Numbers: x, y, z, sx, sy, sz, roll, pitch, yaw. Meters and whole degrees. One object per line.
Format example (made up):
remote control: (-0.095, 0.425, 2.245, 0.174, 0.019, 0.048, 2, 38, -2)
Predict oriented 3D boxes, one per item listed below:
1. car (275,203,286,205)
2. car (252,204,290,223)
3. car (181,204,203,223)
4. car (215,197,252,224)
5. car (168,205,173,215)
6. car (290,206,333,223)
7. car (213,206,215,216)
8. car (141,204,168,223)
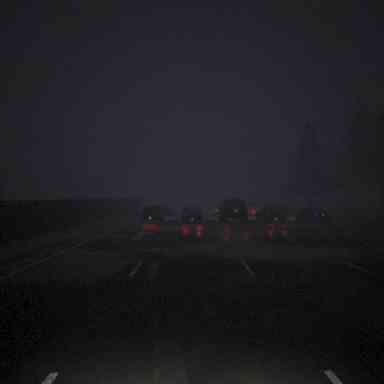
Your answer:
car: (10.527, 2.074, 40.063, 1.812, 1.442, 4.674, 0, -1, 0)
car: (7.012, 2.013, 30.053, 1.895, 1.301, 4.718, 0, -1, 0)
car: (0.012, 2.008, 29.659, 1.895, 1.301, 4.718, 0, -1, 0)
car: (3.512, 1.623, 29.234, 2.150, 2.045, 5.566, 0, -1, 0)
car: (-3.467, 2.120, 40.559, 1.994, 1.385, 4.181, 0, -1, 0)
car: (10.511, 1.948, 29.189, 2.033, 1.411, 5.357, 0, -1, 0)
car: (3.531, 2.157, 40.546, 1.895, 1.301, 4.718, 0, -1, 0)
car: (-3.487, 1.920, 30.182, 1.837, 1.490, 4.892, 0, 0, 0)
